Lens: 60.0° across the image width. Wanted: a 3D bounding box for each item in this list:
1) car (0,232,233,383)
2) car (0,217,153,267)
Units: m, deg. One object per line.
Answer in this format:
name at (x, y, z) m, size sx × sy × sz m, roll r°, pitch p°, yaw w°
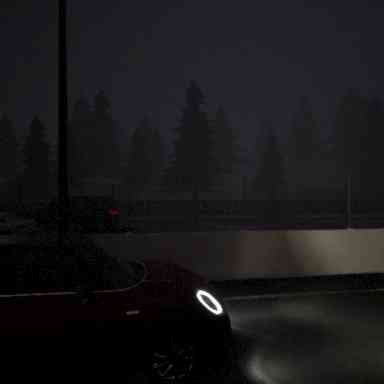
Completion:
car at (-1.785, 1.356, 4.429) m, size 4.553 × 1.767 × 2.097 m, roll 0°, pitch 0°, yaw -13°
car at (-3.800, 1.606, 11.391) m, size 4.718 × 1.301 × 1.895 m, roll 0°, pitch 0°, yaw -12°
